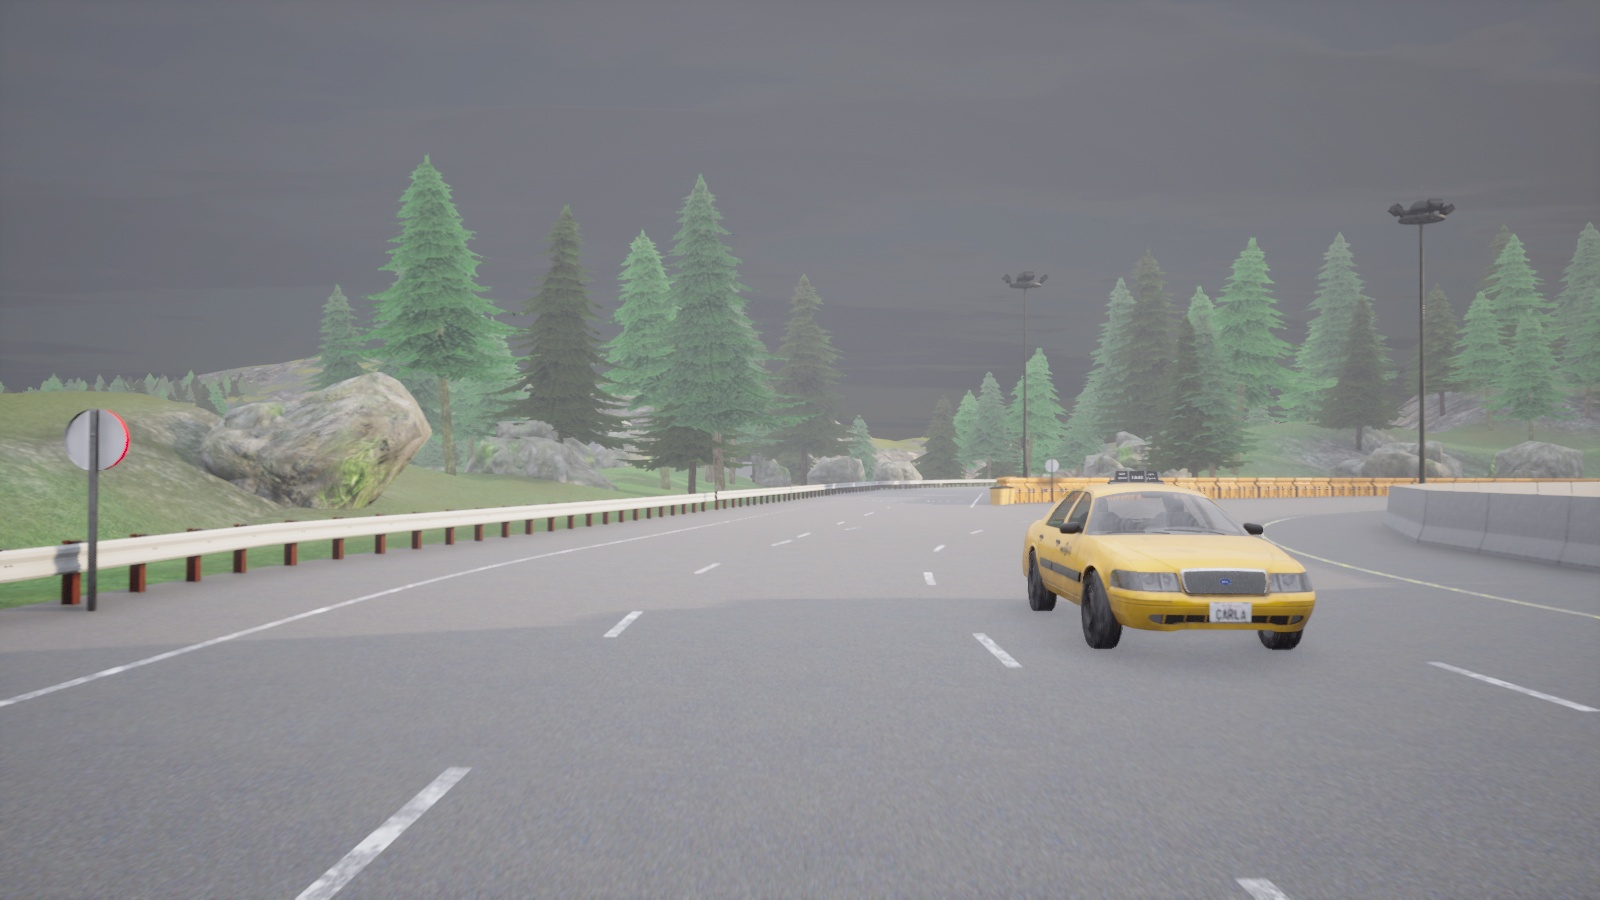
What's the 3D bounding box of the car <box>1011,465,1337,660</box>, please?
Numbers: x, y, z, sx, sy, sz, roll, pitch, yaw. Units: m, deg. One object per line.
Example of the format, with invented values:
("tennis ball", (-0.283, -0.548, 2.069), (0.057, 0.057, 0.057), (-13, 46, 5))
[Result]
("car", (3.483, 0.952, 12.881), (1.801, 1.575, 5.366), (0, -1, 1))
